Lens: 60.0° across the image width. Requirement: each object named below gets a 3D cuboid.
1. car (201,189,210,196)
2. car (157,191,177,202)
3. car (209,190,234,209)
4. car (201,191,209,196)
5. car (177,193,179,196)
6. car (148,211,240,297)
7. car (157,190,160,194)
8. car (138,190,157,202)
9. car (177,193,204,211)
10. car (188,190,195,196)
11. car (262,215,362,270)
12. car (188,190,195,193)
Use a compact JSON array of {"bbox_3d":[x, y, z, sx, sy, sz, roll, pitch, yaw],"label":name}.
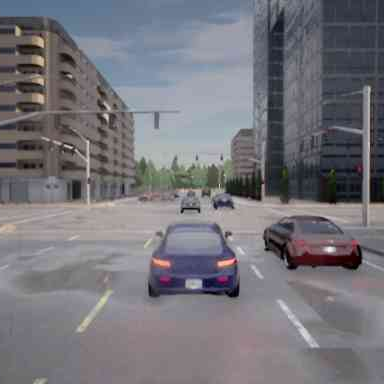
[{"bbox_3d":[3.320,0.211,77.186,2.150,2.045,5.566,0,1,1],"label":"car"},{"bbox_3d":[-3.985,0.898,53.786,1.895,1.301,4.718,0,1,1],"label":"car"},{"bbox_3d":[3.299,0.899,36.453,2.097,1.767,4.553,0,1,-1],"label":"car"},{"bbox_3d":[3.430,0.376,87.759,2.033,1.411,5.357,0,1,1],"label":"car"},{"bbox_3d":[-3.762,0.689,69.438,1.895,1.301,4.718,0,1,1],"label":"car"},{"bbox_3d":[0.044,1.418,8.134,1.812,1.442,4.674,0,1,0],"label":"car"},{"bbox_3d":[-7.260,0.447,69.588,2.097,1.767,4.553,0,1,1],"label":"car"},{"bbox_3d":[-7.475,0.644,54.217,2.097,1.767,4.553,0,1,1],"label":"car"},{"bbox_3d":[-0.134,1.155,31.903,2.033,1.411,5.357,0,1,-1],"label":"car"},{"bbox_3d":[-0.070,0.314,87.794,1.882,1.535,5.008,0,1,1],"label":"car"},{"bbox_3d":[3.552,1.425,10.558,1.994,1.385,4.181,0,1,0],"label":"car"},{"bbox_3d":[-0.176,0.510,77.569,2.128,1.511,4.902,0,1,1],"label":"car"}]
